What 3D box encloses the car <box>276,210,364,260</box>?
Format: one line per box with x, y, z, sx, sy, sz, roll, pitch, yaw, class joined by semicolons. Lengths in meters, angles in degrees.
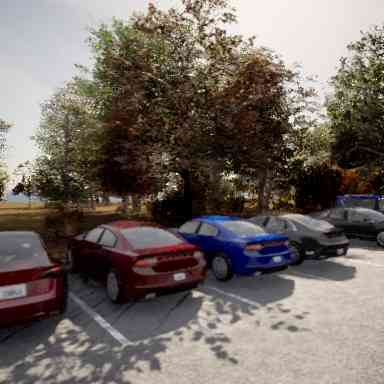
2.931;1.467;11.673;2.231;1.521;4.892;0;0;-36;car

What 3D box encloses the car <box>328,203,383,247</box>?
7.520;1.456;14.965;2.231;1.521;4.892;0;0;-36;car

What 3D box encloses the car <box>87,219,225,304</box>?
-1.665;1.475;8.392;2.097;1.535;5.008;0;0;-36;car

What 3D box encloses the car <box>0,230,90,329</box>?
-3.984;1.509;6.779;2.163;1.488;4.792;0;0;-36;car

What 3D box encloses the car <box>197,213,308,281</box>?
0.633;1.470;10.032;2.097;1.535;5.008;0;0;-36;car

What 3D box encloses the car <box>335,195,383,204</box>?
9.737;1.197;16.505;2.435;2.045;5.566;0;0;-36;car
